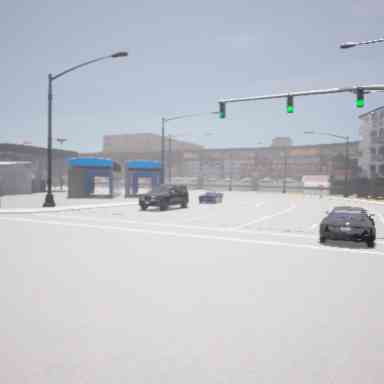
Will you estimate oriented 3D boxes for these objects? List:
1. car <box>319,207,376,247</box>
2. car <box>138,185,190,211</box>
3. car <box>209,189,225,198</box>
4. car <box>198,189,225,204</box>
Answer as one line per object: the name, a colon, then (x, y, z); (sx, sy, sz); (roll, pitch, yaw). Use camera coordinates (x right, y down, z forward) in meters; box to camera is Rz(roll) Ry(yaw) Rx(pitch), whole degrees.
car: (6.628, 1.310, 14.085); (1.994, 1.385, 4.181); (2, 2, 28)
car: (-2.182, 0.424, 27.883); (2.150, 2.045, 5.566); (2, 2, 27)
car: (3.995, 0.178, 53.724); (1.895, 1.301, 4.718); (1, 2, -5)
car: (2.180, 0.598, 37.794); (1.895, 1.301, 4.718); (1, 2, 17)
